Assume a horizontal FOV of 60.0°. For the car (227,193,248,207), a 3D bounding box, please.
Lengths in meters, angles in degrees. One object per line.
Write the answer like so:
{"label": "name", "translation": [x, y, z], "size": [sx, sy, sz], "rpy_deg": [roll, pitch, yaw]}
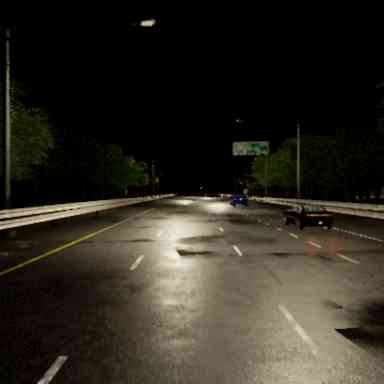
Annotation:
{"label": "car", "translation": [7.126, 1.200, 50.973], "size": [2.150, 2.045, 5.566], "rpy_deg": [0, 0, 0]}

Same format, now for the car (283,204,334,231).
{"label": "car", "translation": [7.017, 1.492, 20.551], "size": [2.128, 1.511, 4.902], "rpy_deg": [0, 0, 0]}

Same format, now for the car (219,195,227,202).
{"label": "car", "translation": [7.246, 1.473, 75.043], "size": [1.812, 1.442, 4.674], "rpy_deg": [0, 0, 0]}
